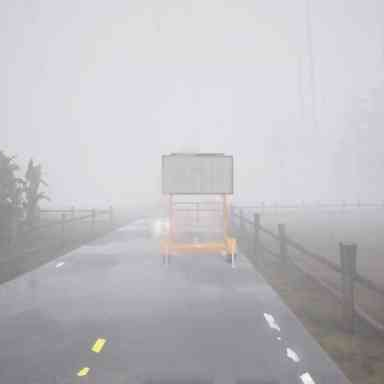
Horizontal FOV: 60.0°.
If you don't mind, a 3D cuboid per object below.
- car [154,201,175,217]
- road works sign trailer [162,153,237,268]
[{"bbox_3d":[-2.718,1.659,33.292,2.128,1.511,4.902,0,-1,0],"label":"car"},{"bbox_3d":[0.185,0.485,11.356,2.380,3.560,2.880,0,0,-2],"label":"road works sign trailer"}]
